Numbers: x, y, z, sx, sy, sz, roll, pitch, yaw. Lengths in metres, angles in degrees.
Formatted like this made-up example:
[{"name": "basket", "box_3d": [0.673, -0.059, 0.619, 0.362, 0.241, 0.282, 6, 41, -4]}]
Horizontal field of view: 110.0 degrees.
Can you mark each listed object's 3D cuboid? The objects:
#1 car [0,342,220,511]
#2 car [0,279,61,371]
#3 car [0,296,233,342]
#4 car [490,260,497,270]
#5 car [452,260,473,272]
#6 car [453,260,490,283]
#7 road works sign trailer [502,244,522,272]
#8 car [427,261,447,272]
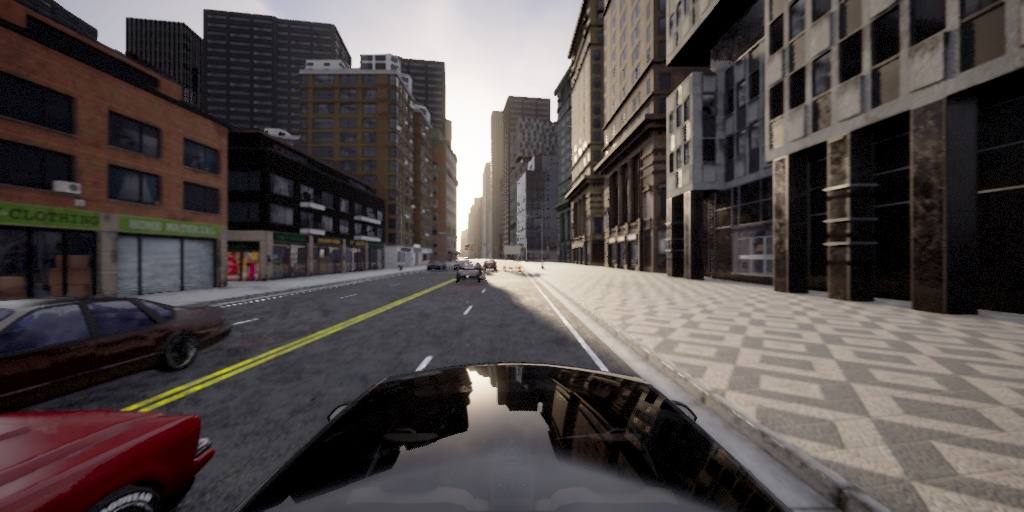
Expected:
[{"name": "car", "box_3d": [-3.150, 1.351, 0.491, 1.895, 1.301, 4.718, 0, 0, 0]}, {"name": "car", "box_3d": [-9.849, 1.229, 4.577, 1.882, 1.535, 5.008, 0, 0, 0]}, {"name": "car", "box_3d": [-6.601, 1.298, 4.870, 2.033, 1.411, 5.357, 0, 0, 0]}, {"name": "car", "box_3d": [-3.141, 1.282, 51.647, 1.812, 1.442, 4.674, 0, 0, 0]}, {"name": "car", "box_3d": [-6.563, 1.304, 47.755, 2.033, 1.411, 5.357, 0, 0, 0]}, {"name": "car", "box_3d": [-3.146, 1.244, 27.901, 2.128, 1.511, 4.902, 0, 0, 0]}, {"name": "road works sign trailer", "box_3d": [0.023, 0.220, 47.669, 2.380, 3.560, 2.880, 0, 0, 0]}, {"name": "car", "box_3d": [-9.816, 1.357, 47.017, 1.895, 1.301, 4.718, 0, 0, 0]}]
